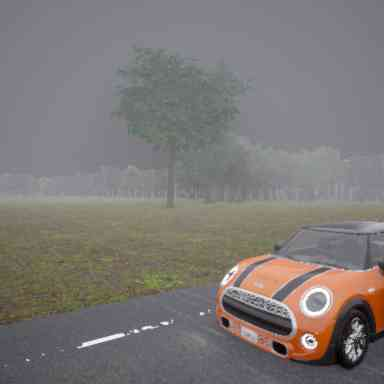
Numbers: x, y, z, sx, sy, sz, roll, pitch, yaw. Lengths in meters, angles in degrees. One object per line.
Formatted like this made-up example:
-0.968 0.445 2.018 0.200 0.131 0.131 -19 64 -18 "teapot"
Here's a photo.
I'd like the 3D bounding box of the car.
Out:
2.609 1.355 5.861 4.553 1.767 2.097 0 0 -36 "car"
